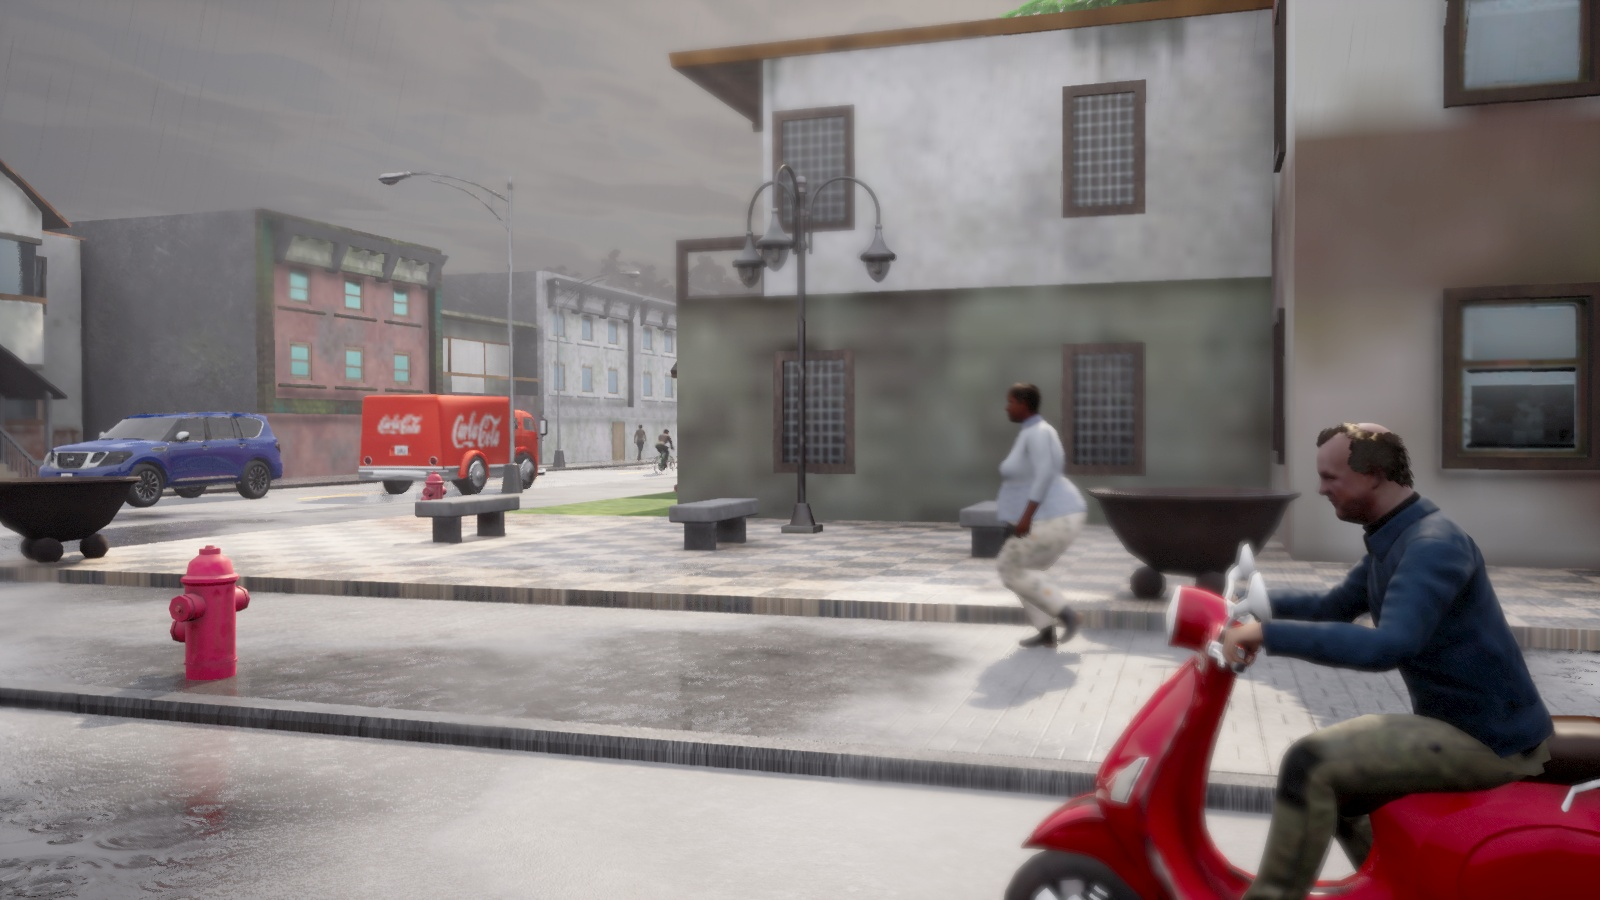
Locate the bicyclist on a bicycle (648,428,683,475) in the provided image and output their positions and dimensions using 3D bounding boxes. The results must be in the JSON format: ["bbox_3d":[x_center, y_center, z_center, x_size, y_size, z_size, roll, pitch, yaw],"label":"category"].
[{"bbox_3d":[-4.764,0.050,44.453,0.582,1.620,1.656,0,1,18],"label":"bicyclist on a bicycle"}]

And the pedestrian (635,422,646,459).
[{"bbox_3d":[-7.804,-0.475,61.355,0.328,1.805,0.869,0,1,7],"label":"pedestrian"}]

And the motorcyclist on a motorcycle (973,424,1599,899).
[{"bbox_3d":[1.426,0.734,3.228,1.817,1.590,0.866,1,1,18],"label":"motorcyclist on a motorcycle"}]

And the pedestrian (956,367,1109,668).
[{"bbox_3d":[1.547,0.410,8.275,0.900,1.855,0.874,0,1,16],"label":"pedestrian"}]

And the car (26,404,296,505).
[{"bbox_3d":[-14.159,0.039,28.316,2.150,2.045,5.566,0,1,17],"label":"car"}]

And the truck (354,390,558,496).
[{"bbox_3d":[-8.666,-0.210,32.285,2.627,2.467,5.204,1,1,18],"label":"truck"}]
